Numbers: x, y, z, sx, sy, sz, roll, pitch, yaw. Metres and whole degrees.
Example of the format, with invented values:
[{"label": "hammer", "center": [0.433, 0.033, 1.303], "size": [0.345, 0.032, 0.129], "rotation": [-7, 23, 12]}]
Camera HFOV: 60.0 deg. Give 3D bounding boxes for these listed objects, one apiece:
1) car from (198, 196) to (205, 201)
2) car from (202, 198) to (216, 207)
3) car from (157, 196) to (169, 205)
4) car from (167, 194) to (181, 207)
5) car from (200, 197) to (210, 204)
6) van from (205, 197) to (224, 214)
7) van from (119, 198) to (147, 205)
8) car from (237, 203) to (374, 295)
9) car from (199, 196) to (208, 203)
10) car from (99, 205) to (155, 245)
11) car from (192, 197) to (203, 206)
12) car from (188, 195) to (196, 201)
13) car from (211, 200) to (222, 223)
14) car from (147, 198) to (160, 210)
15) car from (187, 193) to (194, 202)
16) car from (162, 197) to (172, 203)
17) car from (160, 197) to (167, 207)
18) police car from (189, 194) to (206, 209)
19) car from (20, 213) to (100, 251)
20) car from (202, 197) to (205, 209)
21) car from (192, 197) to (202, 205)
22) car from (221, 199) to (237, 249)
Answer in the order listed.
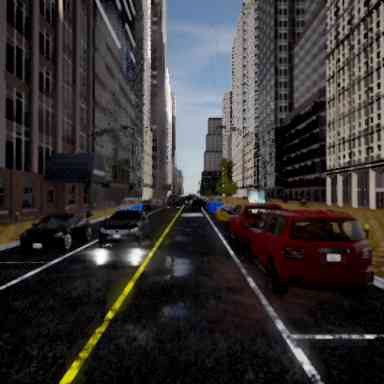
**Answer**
[{"label": "car", "center": [2.684, 1.855, 94.055], "size": [2.008, 1.369, 4.403], "rotation": [0, 0, 0]}, {"label": "car", "center": [2.689, 1.722, 54.232], "size": [2.008, 1.369, 4.403], "rotation": [0, 0, 0]}, {"label": "car", "center": [-5.692, 1.648, 65.631], "size": [1.967, 1.590, 4.097], "rotation": [0, 0, 0]}, {"label": "car", "center": [-3.059, 1.400, 56.667], "size": [2.150, 2.045, 5.566], "rotation": [0, 0, 1]}, {"label": "car", "center": [2.687, 1.778, 71.299], "size": [2.008, 1.369, 4.403], "rotation": [0, 0, 0]}, {"label": "van", "center": [2.693, 1.457, 37.166], "size": [1.690, 1.788, 3.998], "rotation": [0, 0, 0]}, {"label": "van", "center": [-5.686, 1.439, 31.496], "size": [1.690, 1.788, 3.998], "rotation": [0, 0, 0]}, {"label": "car", "center": [2.697, 1.343, 8.722], "size": [2.192, 1.841, 5.009], "rotation": [0, 0, 0]}, {"label": "car", "center": [2.686, 1.687, 76.987], "size": [1.967, 1.590, 4.097], "rotation": [0, 0, 0]}, {"label": "car", "center": [-3.102, 1.576, 16.084], "size": [1.812, 1.442, 4.674], "rotation": [0, 0, 0]}, {"label": "car", "center": [0.892, 1.691, 58.802], "size": [1.837, 1.490, 4.892], "rotation": [0, 0, 0]}, {"label": "car", "center": [-0.012, 1.711, 94.440], "size": [2.033, 1.411, 5.357], "rotation": [0, 0, 0]}, {"label": "car", "center": [2.693, 1.606, 25.958], "size": [1.752, 1.417, 4.829], "rotation": [0, 0, 0]}, {"label": "car", "center": [-5.690, 1.700, 42.874], "size": [1.947, 1.339, 4.313], "rotation": [0, 0, 0]}, {"label": "car", "center": [-0.011, 1.353, 81.956], "size": [2.150, 2.045, 5.566], "rotation": [0, 0, 0]}, {"label": "car", "center": [-5.695, 1.797, 77.009], "size": [2.008, 1.369, 4.403], "rotation": [0, 0, 0]}, {"label": "car", "center": [-5.691, 1.722, 54.252], "size": [2.008, 1.369, 4.403], "rotation": [0, 0, 0]}, {"label": "police car", "center": [0.893, 1.579, 48.911], "size": [1.930, 1.638, 5.238], "rotation": [0, 0, 0]}, {"label": "car", "center": [-5.686, 1.611, 14.428], "size": [1.947, 1.339, 4.313], "rotation": [0, 0, 0]}, {"label": "car", "center": [2.691, 1.685, 42.855], "size": [2.008, 1.369, 4.403], "rotation": [0, 0, 0]}, {"label": "car", "center": [0.891, 1.711, 64.802], "size": [1.837, 1.490, 4.892], "rotation": [0, 0, 0]}, {"label": "car", "center": [2.696, 1.360, 14.410], "size": [2.192, 1.841, 5.009], "rotation": [0, 0, 0]}]
